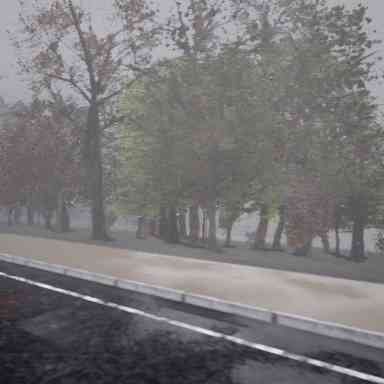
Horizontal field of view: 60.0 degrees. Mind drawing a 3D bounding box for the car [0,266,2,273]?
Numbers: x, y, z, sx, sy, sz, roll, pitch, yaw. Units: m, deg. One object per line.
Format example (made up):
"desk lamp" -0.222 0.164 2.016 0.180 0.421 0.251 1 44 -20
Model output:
"car" -6.960 1.611 8.552 5.357 1.411 2.033 0 0 36
